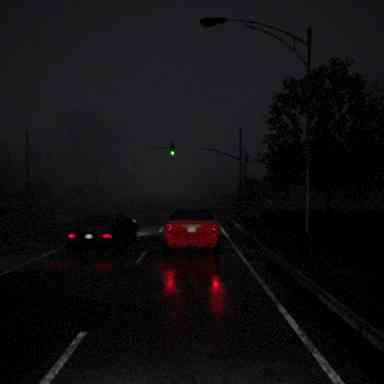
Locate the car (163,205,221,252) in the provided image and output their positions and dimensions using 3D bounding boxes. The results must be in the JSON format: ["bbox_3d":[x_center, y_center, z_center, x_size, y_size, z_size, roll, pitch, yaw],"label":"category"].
[{"bbox_3d":[-0.006,1.326,13.895,2.097,1.767,4.553,0,1,0],"label":"car"}]

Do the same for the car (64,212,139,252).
[{"bbox_3d":[-3.507,1.524,13.808,2.033,1.411,5.357,0,1,0],"label":"car"}]

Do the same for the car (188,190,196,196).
[{"bbox_3d":[-0.049,0.199,88.369,1.837,1.490,4.892,0,-1,0],"label":"car"}]

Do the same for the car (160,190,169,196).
[{"bbox_3d":[-7.048,0.195,86.303,1.837,1.490,4.892,0,-1,0],"label":"car"}]

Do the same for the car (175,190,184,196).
[{"bbox_3d":[-3.549,0.317,88.812,1.895,1.301,4.718,0,-1,0],"label":"car"}]

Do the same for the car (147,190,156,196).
[{"bbox_3d":[-10.548,0.235,86.301,2.033,1.411,5.357,0,-1,0],"label":"car"}]
